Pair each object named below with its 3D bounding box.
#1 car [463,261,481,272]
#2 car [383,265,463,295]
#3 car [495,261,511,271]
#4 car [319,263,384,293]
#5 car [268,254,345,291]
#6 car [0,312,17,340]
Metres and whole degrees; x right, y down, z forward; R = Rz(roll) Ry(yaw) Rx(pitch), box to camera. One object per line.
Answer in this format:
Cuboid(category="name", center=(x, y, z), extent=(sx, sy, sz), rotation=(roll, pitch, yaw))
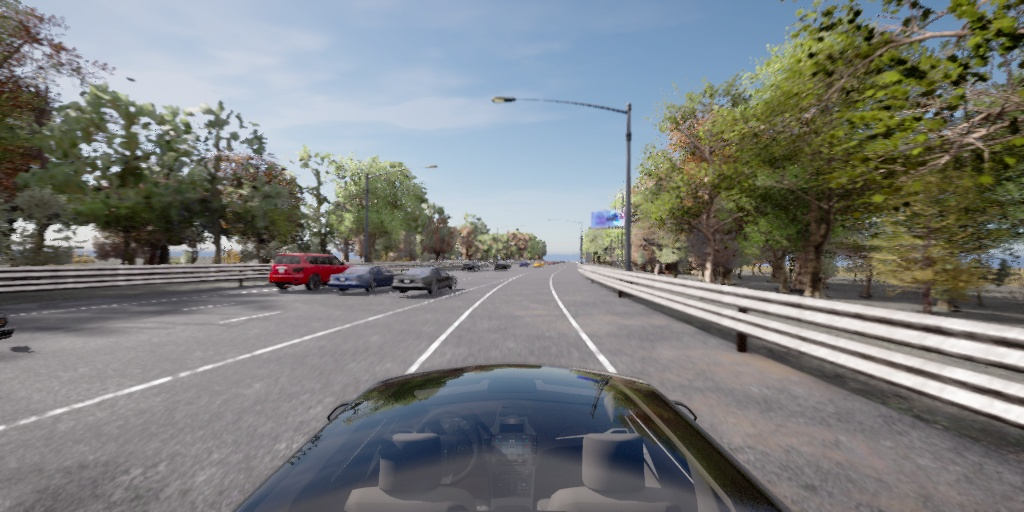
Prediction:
Cuboid(category="car", center=(-5.899, 1.490, 52.395), extent=(1.837, 1.490, 4.892), rotation=(0, 0, 10))
Cuboid(category="car", center=(-4.653, 1.302, 19.843), extent=(2.033, 1.411, 5.357), rotation=(1, 0, 10))
Cuboid(category="car", center=(-1.391, 1.549, 57.659), extent=(1.882, 1.535, 5.008), rotation=(0, 0, 10))
Cuboid(category="car", center=(-8.105, 1.256, 20.531), extent=(2.033, 1.411, 5.357), rotation=(1, 0, 10))
Cuboid(category="car", center=(-11.522, 0.901, 21.280), extent=(2.150, 2.045, 5.566), rotation=(0, 0, 10))
Cuboid(category="car", center=(-11.002, 1.104, 4.595), extent=(2.033, 1.411, 5.357), rotation=(0, 0, 10))
